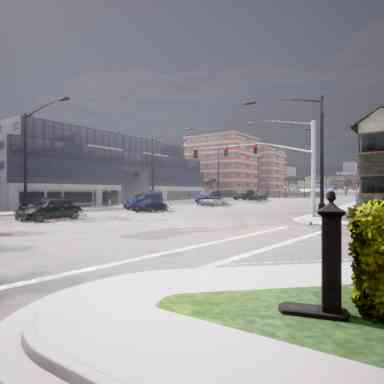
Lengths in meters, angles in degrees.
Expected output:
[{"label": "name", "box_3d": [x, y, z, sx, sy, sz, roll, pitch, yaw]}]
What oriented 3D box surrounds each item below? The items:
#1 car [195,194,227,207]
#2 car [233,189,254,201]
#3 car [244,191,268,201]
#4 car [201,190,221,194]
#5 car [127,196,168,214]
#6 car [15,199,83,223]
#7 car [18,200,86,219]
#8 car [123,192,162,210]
[{"label": "car", "box_3d": [2.932, 1.303, 45.592, 1.895, 1.301, 4.718, 0, 1, 35]}, {"label": "car", "box_3d": [9.643, 0.490, 61.204, 2.150, 2.045, 5.566, 0, 2, 36]}, {"label": "car", "box_3d": [11.328, 0.914, 57.542, 1.895, 1.301, 4.718, 0, 1, 35]}, {"label": "car", "box_3d": [2.642, 0.808, 51.271, 2.150, 2.045, 5.566, 0, 1, 35]}, {"label": "car", "box_3d": [-4.398, 1.486, 35.133, 1.994, 1.385, 4.181, 0, 0, 35]}, {"label": "car", "box_3d": [-10.977, 1.337, 25.368, 2.097, 1.767, 4.553, 0, 0, 32]}, {"label": "car", "box_3d": [-12.410, 1.514, 29.804, 2.033, 1.411, 5.357, 0, 0, 35]}, {"label": "car", "box_3d": [-5.622, 1.110, 39.487, 2.150, 2.045, 5.566, 0, 1, 35]}]
